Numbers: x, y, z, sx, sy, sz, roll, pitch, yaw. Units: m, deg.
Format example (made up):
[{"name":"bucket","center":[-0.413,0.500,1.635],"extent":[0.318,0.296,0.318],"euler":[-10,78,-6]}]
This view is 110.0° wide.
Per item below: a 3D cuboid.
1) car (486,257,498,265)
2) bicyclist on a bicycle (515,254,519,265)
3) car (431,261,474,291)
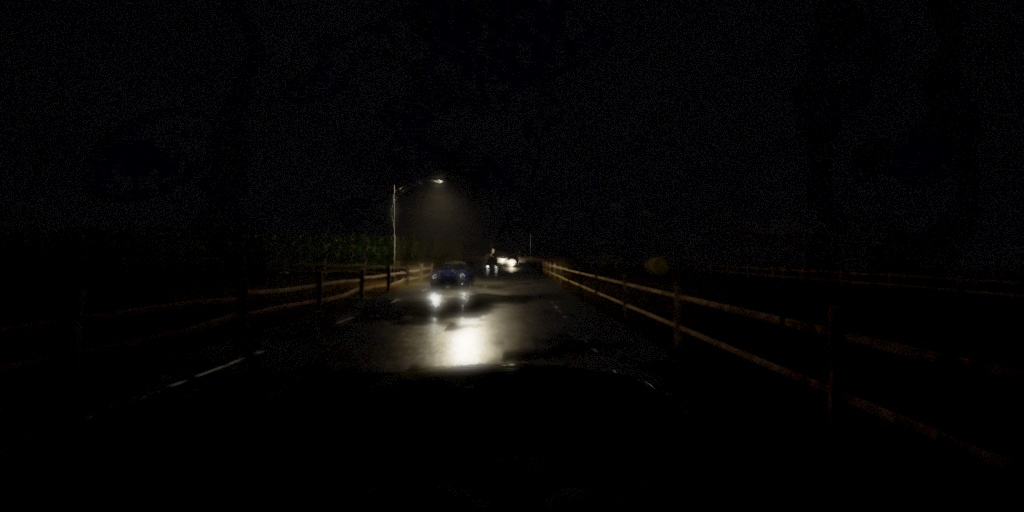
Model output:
[{"name":"car","center":[-3.514,0.877,64.213],"extent":[1.837,1.490,4.892],"euler":[0,1,1]},{"name":"bicyclist on a bicycle","center":[0.968,0.798,65.047],"extent":[0.866,1.612,1.509],"euler":[0,1,0]},{"name":"car","center":[-3.592,1.148,22.270],"extent":[2.097,1.767,4.553],"euler":[0,0,0]}]
